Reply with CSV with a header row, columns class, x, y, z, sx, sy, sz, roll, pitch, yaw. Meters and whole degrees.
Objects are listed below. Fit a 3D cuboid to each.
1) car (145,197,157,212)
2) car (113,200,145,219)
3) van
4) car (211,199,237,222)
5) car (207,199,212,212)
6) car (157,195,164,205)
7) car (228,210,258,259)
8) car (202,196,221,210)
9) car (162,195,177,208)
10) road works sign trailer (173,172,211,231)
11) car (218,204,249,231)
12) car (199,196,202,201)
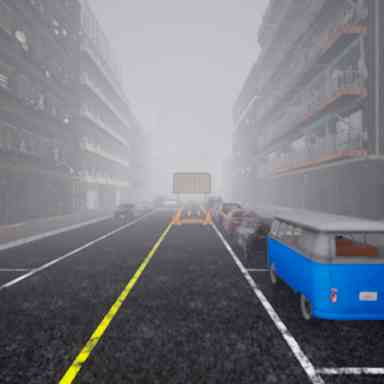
class,x,y,z,sx,sy,sz,roll,pitch,yaw
car,-5.688,1.618,40.579,1.752,1.417,4.829,0,0,0
car,-5.689,1.635,29.476,1.947,1.339,4.313,0,0,0
van,2.693,1.359,6.928,1.690,1.788,3.998,0,0,0
car,2.692,1.497,23.837,1.967,1.590,4.097,0,0,0
car,2.693,1.620,29.472,2.008,1.369,4.403,0,0,0
car,-5.688,1.567,57.660,1.967,1.590,4.097,0,0,0
car,2.691,1.597,12.564,1.947,1.339,4.313,0,0,0
car,2.694,1.409,40.746,2.192,1.841,5.009,0,0,0
car,-3.080,1.638,49.919,1.812,1.442,4.674,0,0,0
road works sign trailer,0.001,0.515,20.972,2.380,3.560,2.880,0,0,0
car,2.692,1.589,18.200,1.887,1.381,4.507,0,0,0
car,2.694,1.717,91.643,1.752,1.417,4.829,0,0,0
